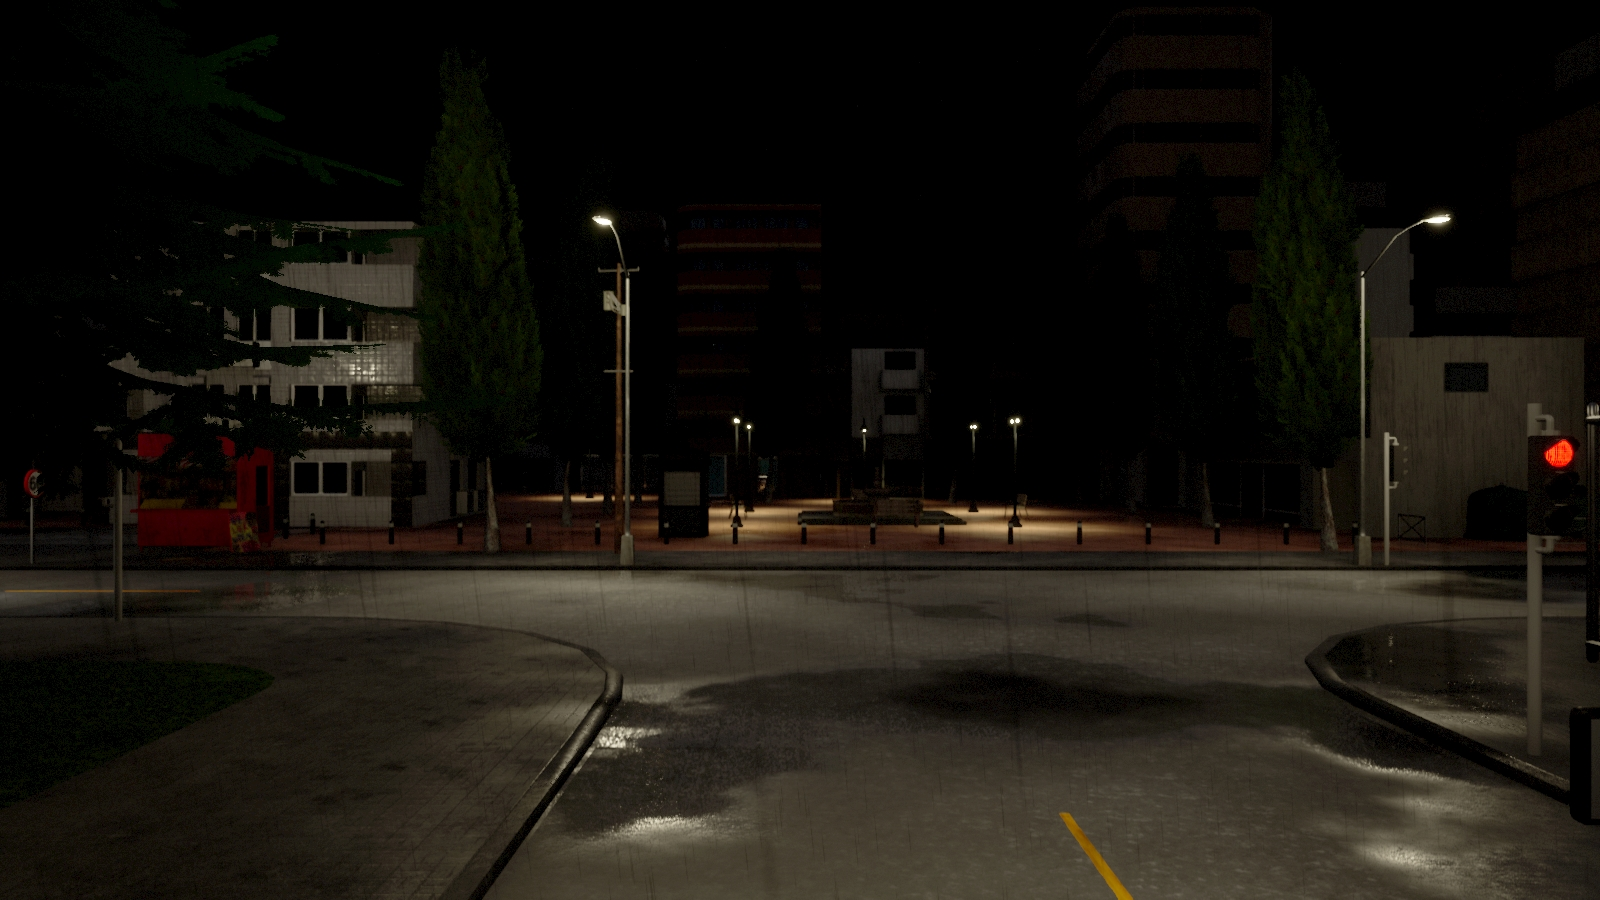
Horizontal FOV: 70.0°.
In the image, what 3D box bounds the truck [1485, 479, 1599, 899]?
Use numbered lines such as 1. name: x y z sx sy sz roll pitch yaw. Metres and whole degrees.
1. truck: 4.017 1.349 1.921 2.627 2.467 5.204 0 0 0
